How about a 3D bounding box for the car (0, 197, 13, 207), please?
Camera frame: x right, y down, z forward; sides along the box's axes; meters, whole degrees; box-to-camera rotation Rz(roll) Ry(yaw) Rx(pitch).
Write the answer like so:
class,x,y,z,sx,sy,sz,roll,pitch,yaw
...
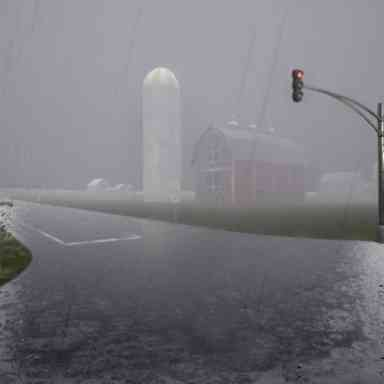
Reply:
class,x,y,z,sx,sy,sz,roll,pitch,yaw
car,-27.080,1.388,47.923,2.033,1.411,5.357,-1,0,-35
